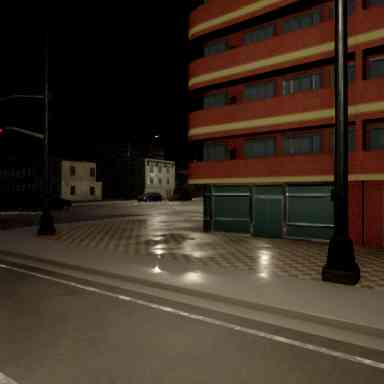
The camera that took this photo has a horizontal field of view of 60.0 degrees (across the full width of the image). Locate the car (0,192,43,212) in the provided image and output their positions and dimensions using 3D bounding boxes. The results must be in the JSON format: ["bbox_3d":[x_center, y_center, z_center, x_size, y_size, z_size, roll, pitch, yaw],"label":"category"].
[{"bbox_3d":[-19.409,1.056,37.870,2.150,2.045,5.566,0,1,37],"label":"car"}]

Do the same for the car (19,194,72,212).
[{"bbox_3d":[-15.839,1.295,36.808,1.882,1.535,5.008,0,1,37],"label":"car"}]

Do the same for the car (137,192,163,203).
[{"bbox_3d":[-6.950,0.839,54.629,2.097,1.767,4.553,0,1,37],"label":"car"}]

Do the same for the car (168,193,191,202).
[{"bbox_3d":[-1.980,0.948,55.431,1.812,1.442,4.674,0,1,37],"label":"car"}]
